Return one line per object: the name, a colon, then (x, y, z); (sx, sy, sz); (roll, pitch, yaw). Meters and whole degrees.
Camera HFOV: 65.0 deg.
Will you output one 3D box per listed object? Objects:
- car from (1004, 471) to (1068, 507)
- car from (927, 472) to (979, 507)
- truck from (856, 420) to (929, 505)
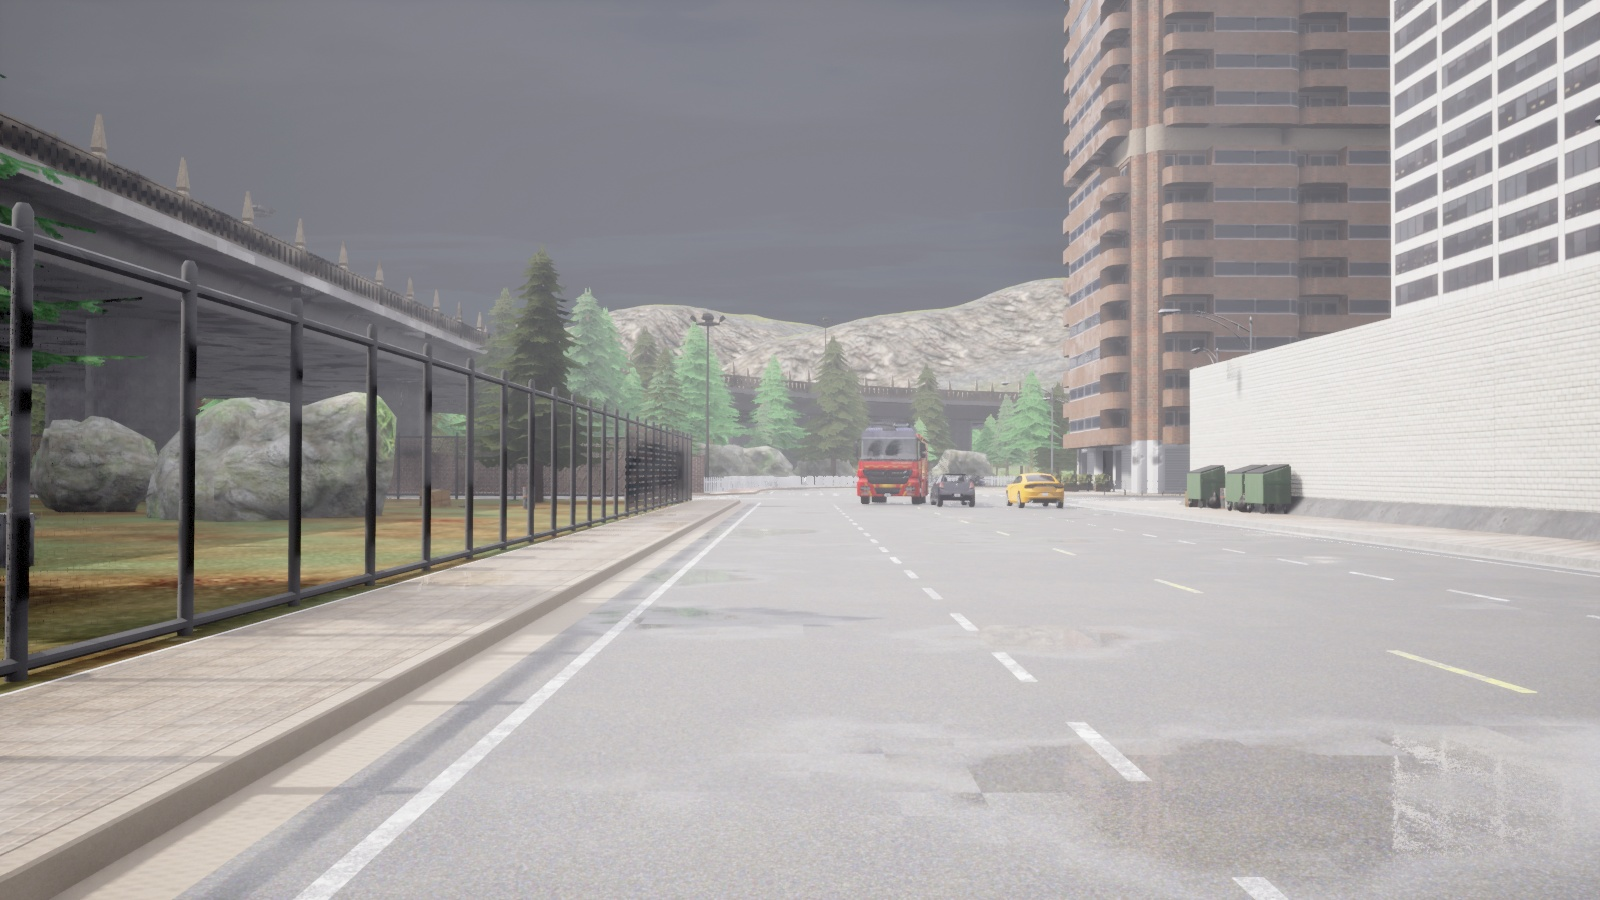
car: (10.344, 1.679, 55.419); (1.882, 1.535, 5.008); (0, -1, 0)
car: (6.842, 1.746, 56.417); (1.845, 1.501, 3.633); (0, -1, 0)
truck: (4.601, 0.678, 61.062); (2.891, 3.827, 8.468); (0, -2, 9)
